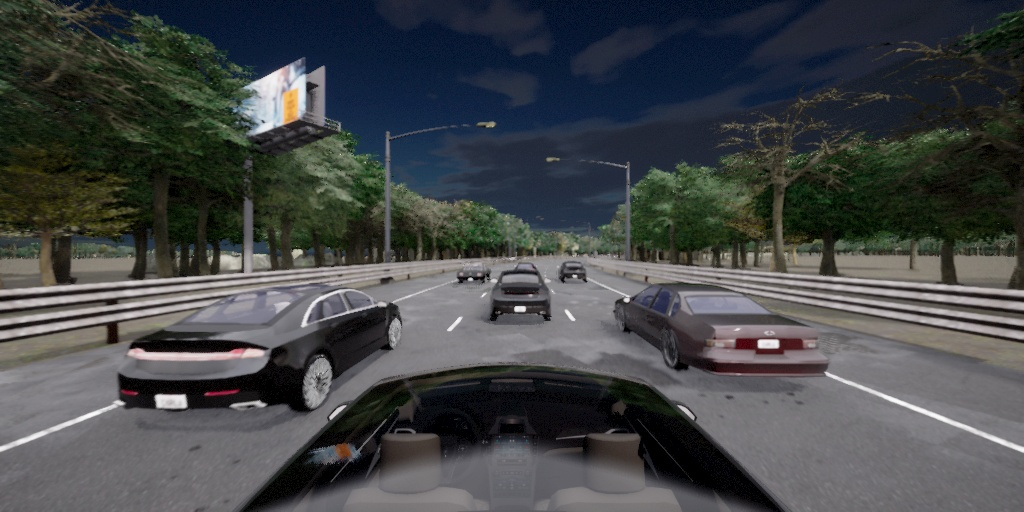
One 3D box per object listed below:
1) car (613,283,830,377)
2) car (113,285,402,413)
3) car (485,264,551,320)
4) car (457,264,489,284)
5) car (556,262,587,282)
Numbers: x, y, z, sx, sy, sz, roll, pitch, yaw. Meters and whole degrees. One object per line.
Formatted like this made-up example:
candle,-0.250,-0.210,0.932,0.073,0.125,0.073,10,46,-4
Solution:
car,3.668,1.275,7.573,2.033,1.411,5.357,0,0,1
car,-3.357,1.221,5.999,2.128,1.511,4.902,0,0,1
car,0.298,1.209,12.378,1.837,1.490,4.892,0,0,2
car,-2.596,1.246,25.888,1.895,1.301,4.718,0,0,4
car,4.518,1.152,27.295,1.837,1.490,4.892,0,0,4
